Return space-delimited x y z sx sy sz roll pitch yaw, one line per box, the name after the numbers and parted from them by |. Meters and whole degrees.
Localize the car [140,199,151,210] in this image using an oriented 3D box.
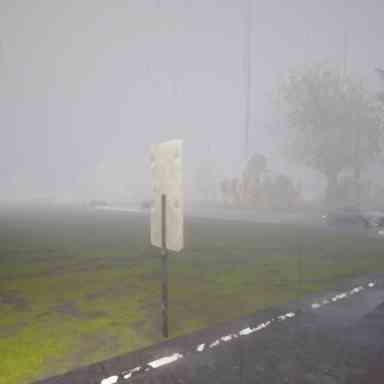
-4.997 1.616 42.970 2.128 1.511 4.902 -1 0 -37 | car

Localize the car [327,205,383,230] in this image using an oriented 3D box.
10.427 1.522 20.739 1.994 1.385 4.181 0 0 -18 | car

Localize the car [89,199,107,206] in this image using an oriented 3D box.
-16.559 1.885 58.632 1.895 1.301 4.718 -1 0 -36 | car
